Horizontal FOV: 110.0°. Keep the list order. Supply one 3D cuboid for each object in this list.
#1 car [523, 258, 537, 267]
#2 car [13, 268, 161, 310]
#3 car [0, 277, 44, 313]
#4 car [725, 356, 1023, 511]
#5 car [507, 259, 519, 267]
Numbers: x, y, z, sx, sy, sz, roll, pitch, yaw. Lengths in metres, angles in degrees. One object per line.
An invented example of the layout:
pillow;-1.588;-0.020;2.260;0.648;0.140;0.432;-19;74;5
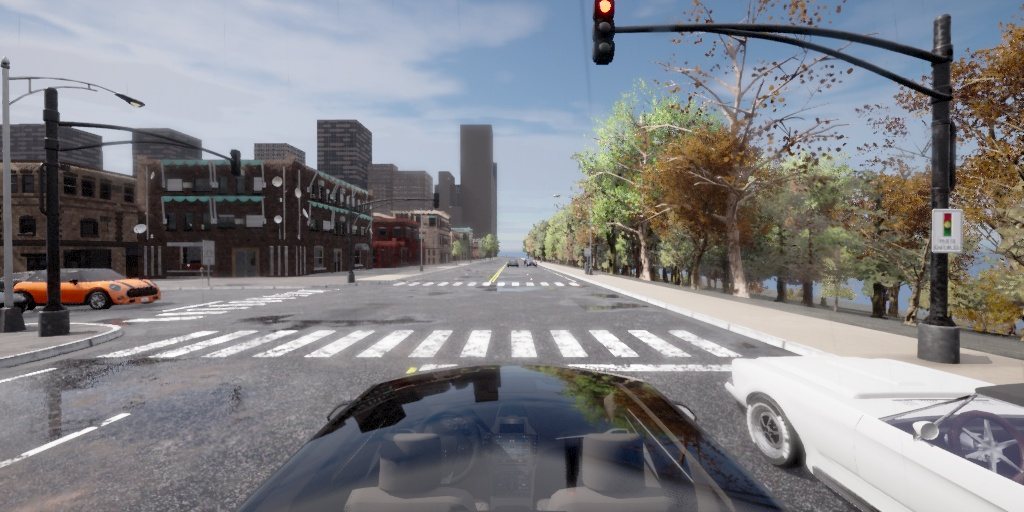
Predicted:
car;3.417;1.327;63.712;1.895;1.301;4.718;0;0;0
car;-17.967;1.301;15.309;4.553;1.767;2.097;-1;1;-1
car;-19.936;1.565;12.575;4.313;1.339;1.948;0;0;0
car;3.350;1.351;1.927;1.895;1.301;4.718;0;0;0
car;0.155;1.290;63.434;1.994;1.385;4.181;0;0;1
